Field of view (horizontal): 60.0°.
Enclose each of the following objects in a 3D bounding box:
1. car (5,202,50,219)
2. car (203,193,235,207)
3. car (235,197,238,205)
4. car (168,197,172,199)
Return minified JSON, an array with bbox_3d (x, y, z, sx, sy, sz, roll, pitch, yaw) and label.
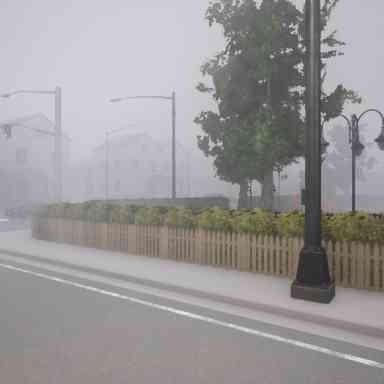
[{"bbox_3d":[-14.016,1.564,29.263,1.994,1.385,4.181,0,0,35],"label":"car"},{"bbox_3d":[3.548,1.221,48.156,2.150,2.045,5.566,0,0,35],"label":"car"},{"bbox_3d":[6.108,1.350,57.957,2.097,1.767,4.553,0,0,35],"label":"car"},{"bbox_3d":[-3.272,1.478,44.660,1.882,1.535,5.008,0,0,35],"label":"car"}]
